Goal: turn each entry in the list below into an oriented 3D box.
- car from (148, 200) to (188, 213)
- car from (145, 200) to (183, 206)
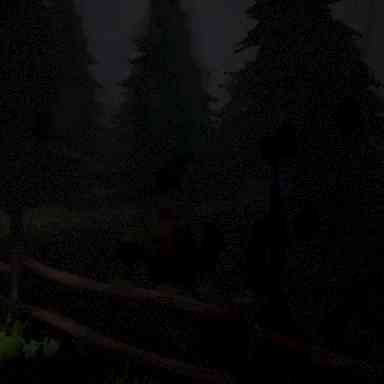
[{"bbox_3d":[-2.726,1.591,37.117,4.181,1.385,1.994,0,0,-13],"label":"car"},{"bbox_3d":[-2.832,1.591,33.568,4.181,1.385,1.994,0,0,-17],"label":"car"}]
